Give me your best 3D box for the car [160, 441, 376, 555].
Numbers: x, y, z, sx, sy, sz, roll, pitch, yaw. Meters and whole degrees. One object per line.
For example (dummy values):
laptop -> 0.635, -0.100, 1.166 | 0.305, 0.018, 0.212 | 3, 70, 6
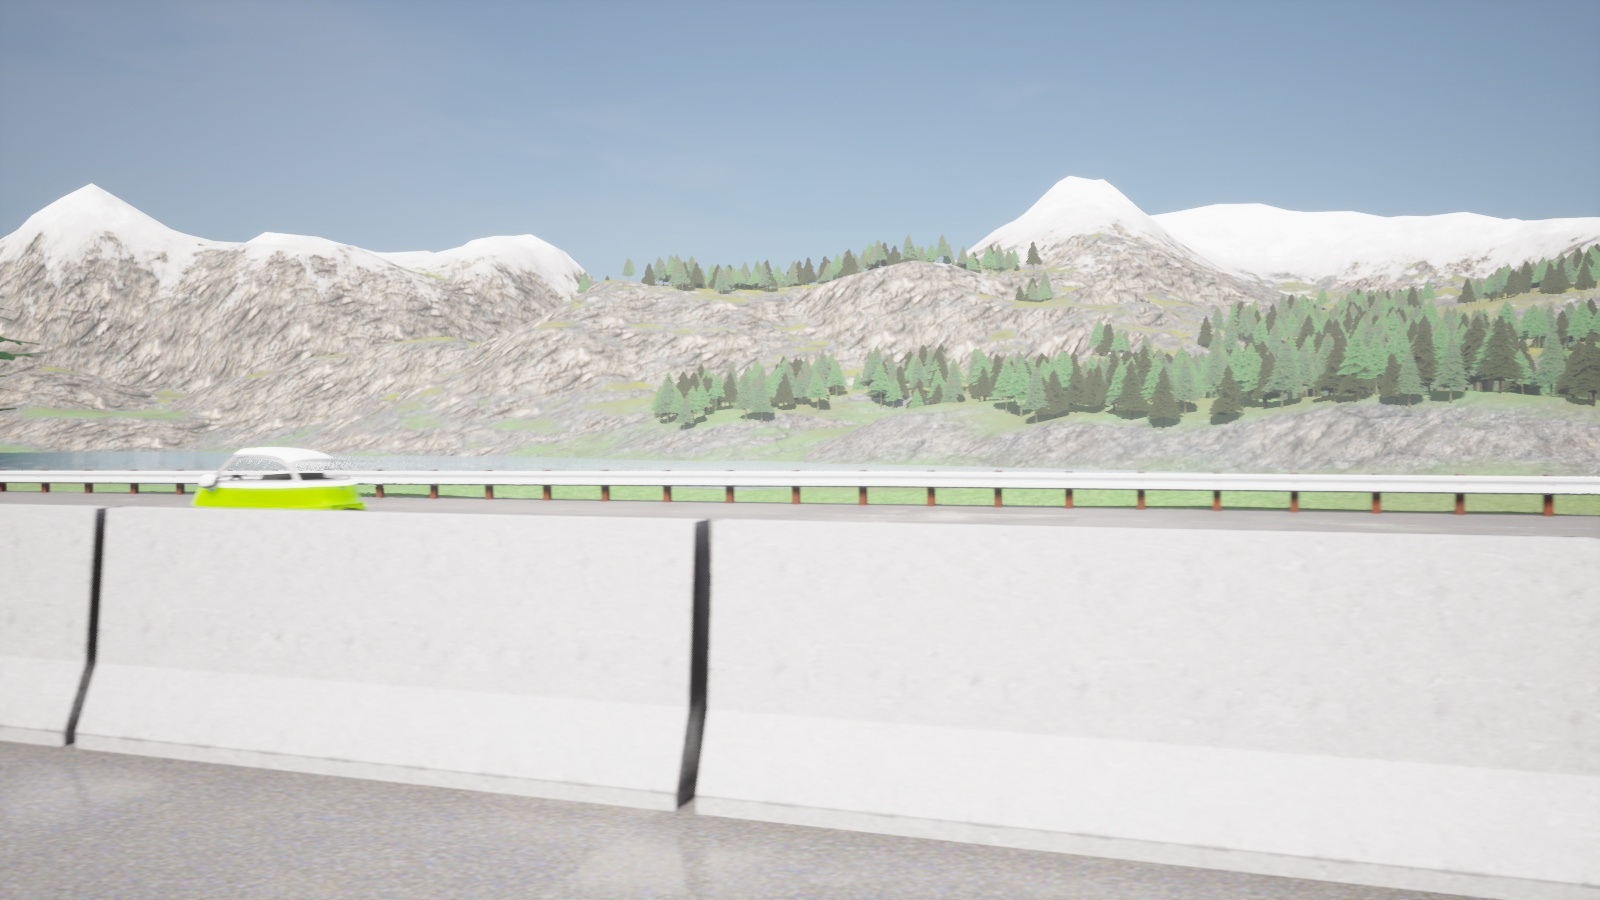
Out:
car -> -7.021, 0.588, 16.635 | 2.207, 1.376, 1.481 | 1, 1, 19
